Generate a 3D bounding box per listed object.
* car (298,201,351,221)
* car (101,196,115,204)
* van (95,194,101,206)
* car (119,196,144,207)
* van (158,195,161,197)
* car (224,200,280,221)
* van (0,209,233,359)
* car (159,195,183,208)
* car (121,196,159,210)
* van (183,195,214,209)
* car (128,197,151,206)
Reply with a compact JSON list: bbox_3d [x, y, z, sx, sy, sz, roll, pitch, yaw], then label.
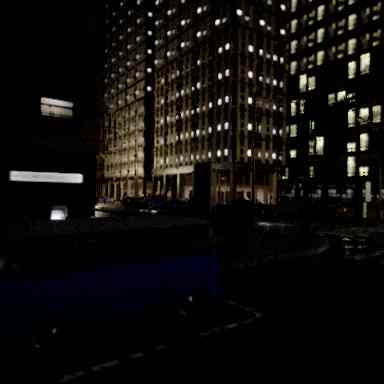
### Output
[{"bbox_3d":[10.822,1.446,27.536,1.967,1.590,4.097,1,-1,-35],"label":"car"},{"bbox_3d":[-15.416,1.433,59.873,1.812,1.442,4.674,1,-1,-35],"label":"car"},{"bbox_3d":[-15.620,1.158,50.331,1.690,1.788,3.998,1,-1,-35],"label":"van"},{"bbox_3d":[-9.417,1.424,51.507,1.837,1.490,4.892,1,-1,-35],"label":"car"},{"bbox_3d":[-5.517,1.309,50.572,1.690,1.788,3.998,1,-1,-35],"label":"van"},{"bbox_3d":[4.616,1.380,26.274,1.882,1.535,5.008,1,-1,-35],"label":"car"},{"bbox_3d":[-1.419,1.337,5.693,3.998,1.788,1.690,0,1,-35],"label":"van"},{"bbox_3d":[-2.252,1.525,45.963,2.008,1.369,4.403,1,-1,-35],"label":"car"},{"bbox_3d":[-5.819,1.388,36.508,2.008,1.369,4.403,1,-1,-35],"label":"car"},{"bbox_3d":[1.019,1.323,41.358,1.690,1.788,3.998,1,-1,-35],"label":"van"},{"bbox_3d":[-8.789,1.527,55.177,1.947,1.339,4.313,1,-1,-35],"label":"car"}]
